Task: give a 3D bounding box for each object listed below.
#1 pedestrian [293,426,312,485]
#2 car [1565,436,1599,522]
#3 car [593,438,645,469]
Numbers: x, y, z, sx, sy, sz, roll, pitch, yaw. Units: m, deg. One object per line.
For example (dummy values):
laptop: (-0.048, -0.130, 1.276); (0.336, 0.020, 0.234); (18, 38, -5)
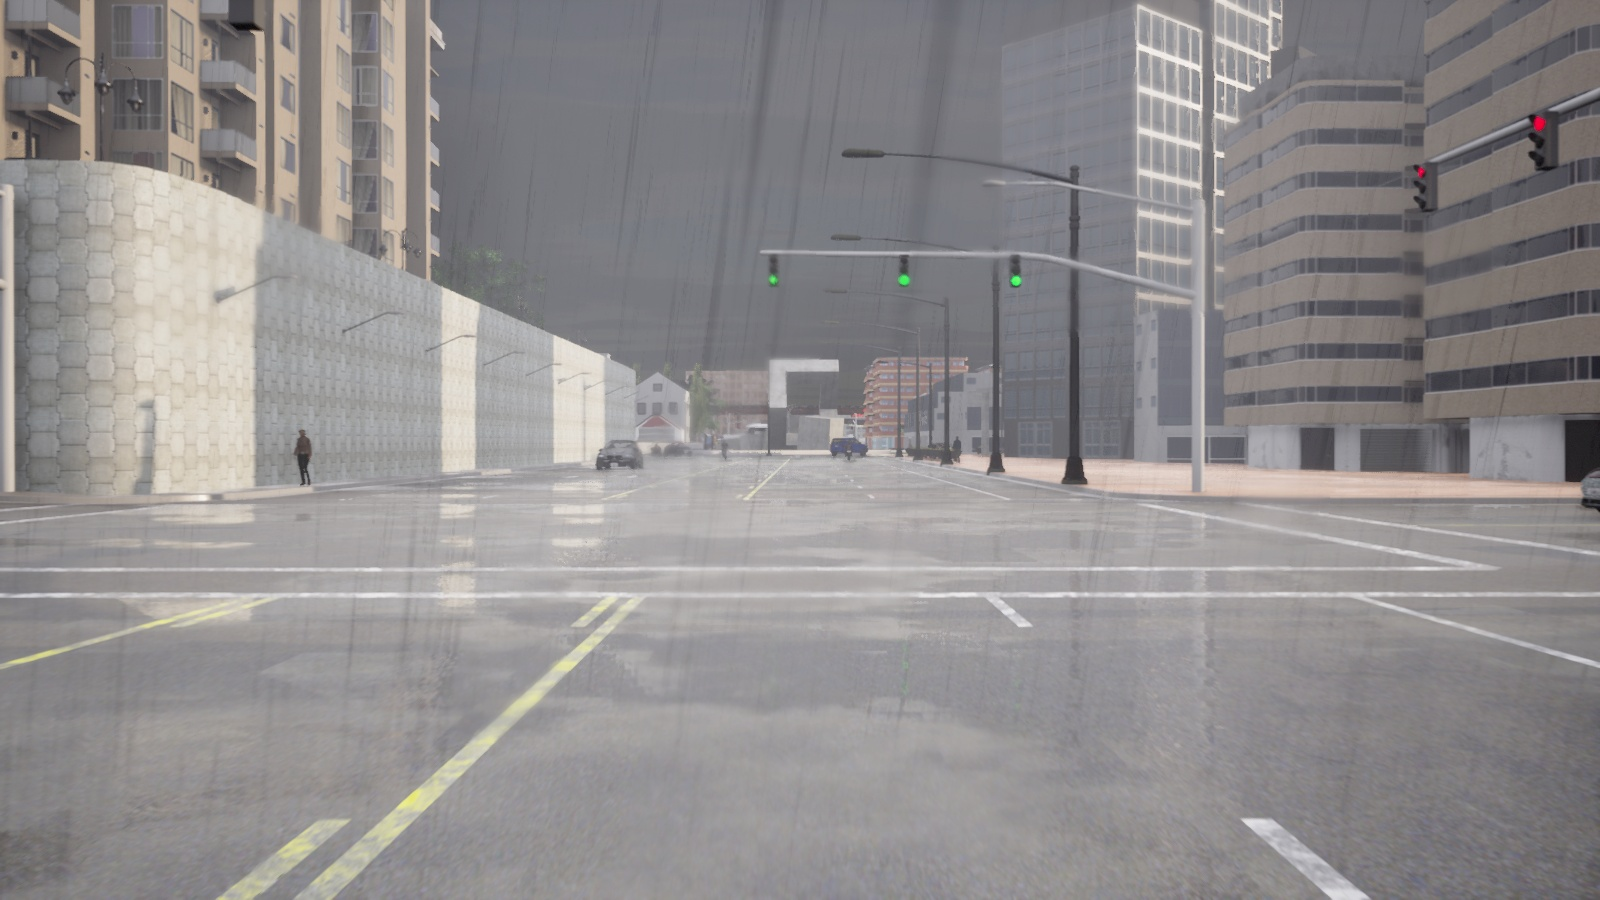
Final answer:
pedestrian: (-15.554, 0.168, 39.302); (0.331, 1.846, 0.634); (0, 0, 1)
car: (17.748, 0.555, 24.129); (4.856, 1.649, 2.033); (0, 0, 0)
car: (-10.085, 0.187, 70.328); (2.242, 1.667, 4.611); (0, 0, 0)
